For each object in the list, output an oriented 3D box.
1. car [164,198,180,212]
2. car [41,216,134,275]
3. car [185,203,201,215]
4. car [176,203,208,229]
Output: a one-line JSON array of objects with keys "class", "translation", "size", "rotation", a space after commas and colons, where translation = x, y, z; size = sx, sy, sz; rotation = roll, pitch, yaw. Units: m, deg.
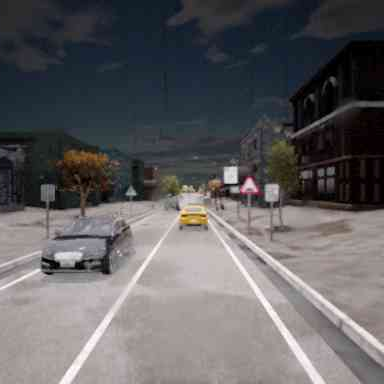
[{"class": "car", "translation": [-3.060, 1.925, 51.347], "size": [2.150, 2.045, 5.566], "rotation": [0, -1, 0]}, {"class": "car", "translation": [-3.096, 1.555, 10.723], "size": [2.128, 1.511, 4.902], "rotation": [0, -1, 0]}, {"class": "car", "translation": [0.110, 2.128, 41.954], "size": [1.994, 1.385, 4.181], "rotation": [0, -1, 0]}, {"class": "car", "translation": [0.106, 1.745, 23.632], "size": [1.882, 1.535, 5.008], "rotation": [0, -1, 0]}]
